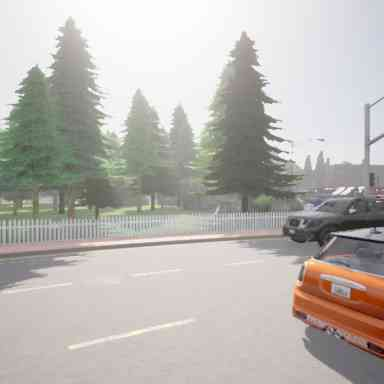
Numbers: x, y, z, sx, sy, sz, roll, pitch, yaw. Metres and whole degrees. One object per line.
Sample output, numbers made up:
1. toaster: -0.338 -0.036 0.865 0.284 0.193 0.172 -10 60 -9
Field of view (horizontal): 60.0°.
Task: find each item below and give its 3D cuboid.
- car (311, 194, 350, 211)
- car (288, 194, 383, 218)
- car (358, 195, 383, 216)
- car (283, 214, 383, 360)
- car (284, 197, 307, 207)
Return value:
1. car: 17.970 1.297 43.465 2.150 2.045 5.566 0 0 -8
2. car: 6.649 1.228 14.122 5.566 2.045 2.150 0 0 -17
3. car: 19.340 1.295 33.200 2.150 2.045 5.566 0 0 -8
4. car: 3.927 1.355 5.438 4.553 1.767 2.097 0 0 -26
5. car: 16.621 1.604 53.662 1.812 1.442 4.674 0 0 -7
